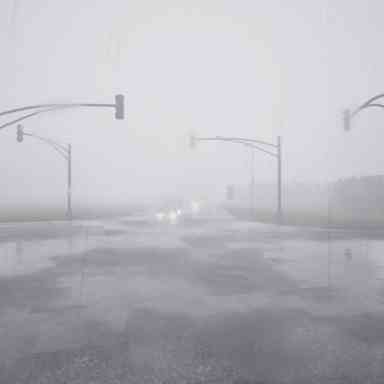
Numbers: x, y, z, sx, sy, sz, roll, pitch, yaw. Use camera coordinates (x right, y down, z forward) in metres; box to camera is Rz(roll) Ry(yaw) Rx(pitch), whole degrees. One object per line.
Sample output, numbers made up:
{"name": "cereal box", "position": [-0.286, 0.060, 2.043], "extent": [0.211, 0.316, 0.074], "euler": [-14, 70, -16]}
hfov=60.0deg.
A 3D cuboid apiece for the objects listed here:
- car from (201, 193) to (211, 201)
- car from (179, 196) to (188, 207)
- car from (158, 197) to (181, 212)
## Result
{"name": "car", "position": [3.427, 1.191, 79.156], "extent": [2.150, 2.045, 5.566], "euler": [0, 0, 5]}
{"name": "car", "position": [-2.208, 1.485, 49.631], "extent": [2.128, 1.511, 4.902], "euler": [0, 0, 3]}
{"name": "car", "position": [-2.734, 1.599, 38.893], "extent": [1.895, 1.301, 4.718], "euler": [0, 0, 3]}
